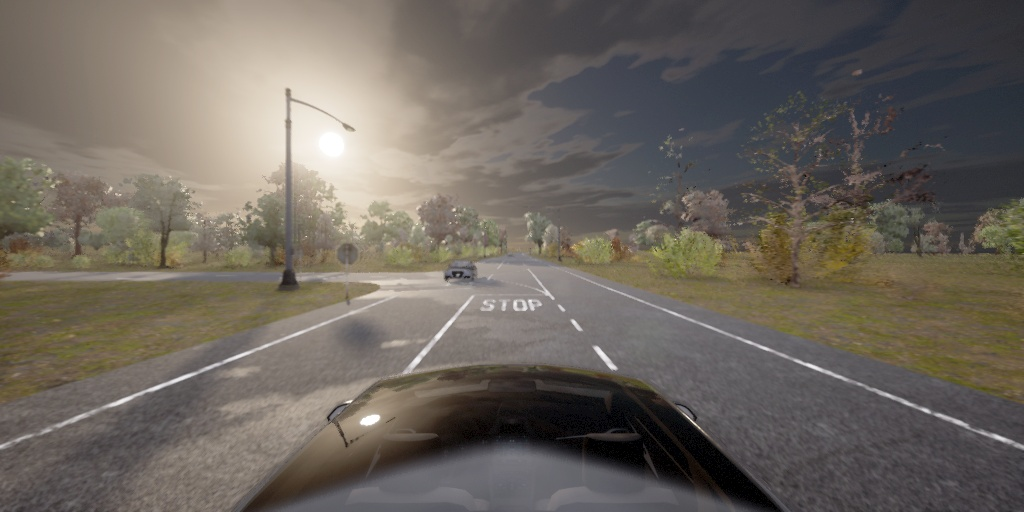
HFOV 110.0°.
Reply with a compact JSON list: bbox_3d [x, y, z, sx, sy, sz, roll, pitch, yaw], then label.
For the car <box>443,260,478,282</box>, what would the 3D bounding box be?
[{"bbox_3d":[-3.466,0.993,24.950,1.994,1.385,4.181,0,1,0],"label":"car"}]
